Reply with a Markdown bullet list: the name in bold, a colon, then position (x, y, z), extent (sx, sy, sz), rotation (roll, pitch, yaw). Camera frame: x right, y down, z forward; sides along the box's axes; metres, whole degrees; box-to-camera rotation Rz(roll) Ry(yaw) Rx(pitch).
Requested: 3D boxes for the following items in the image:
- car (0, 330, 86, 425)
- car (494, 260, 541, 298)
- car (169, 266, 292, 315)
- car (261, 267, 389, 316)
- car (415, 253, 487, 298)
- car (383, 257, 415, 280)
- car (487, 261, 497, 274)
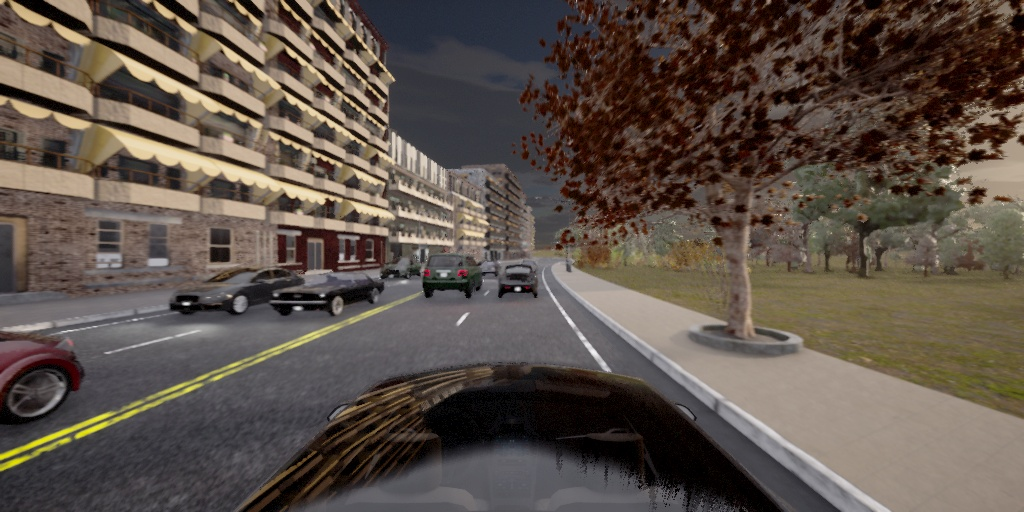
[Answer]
- **car**: position (-6.555, 1.291, 2.864), extent (1.994, 1.385, 4.181), rotation (0, 0, 0)
- **car**: position (0.363, 1.156, 17.868), extent (1.837, 1.490, 4.892), rotation (0, 1, 3)
- **car**: position (-9.623, 1.156, 13.113), extent (1.837, 1.490, 4.892), rotation (0, 0, 2)
- **car**: position (-6.377, 1.261, 13.001), extent (1.895, 1.301, 4.718), rotation (0, 0, 2)
- **car**: position (-2.792, 0.864, 17.844), extent (2.150, 2.045, 5.566), rotation (0, 1, 2)
- **car**: position (-8.864, 0.919, 29.025), extent (2.097, 1.767, 4.553), rotation (0, 0, 4)
- **car**: position (-1.989, 1.116, 32.687), extent (2.033, 1.411, 5.357), rotation (0, 0, 5)
